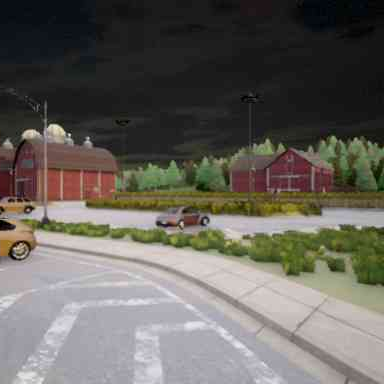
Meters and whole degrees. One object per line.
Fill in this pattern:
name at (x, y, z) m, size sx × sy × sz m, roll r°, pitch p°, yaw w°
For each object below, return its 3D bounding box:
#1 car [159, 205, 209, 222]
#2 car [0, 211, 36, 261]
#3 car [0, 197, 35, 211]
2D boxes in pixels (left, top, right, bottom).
car at (-0.544, 1.563, 21.444) m, size 1.784 × 1.438 × 3.905 m, roll 0°, pitch 0°, yaw 36°
car at (-7.160, 1.536, 10.346) m, size 1.816 × 1.474 × 4.193 m, roll 0°, pitch 0°, yaw 36°
car at (-18.815, 1.405, 34.543) m, size 1.932 × 1.855 × 4.605 m, roll 0°, pitch 0°, yaw 36°
